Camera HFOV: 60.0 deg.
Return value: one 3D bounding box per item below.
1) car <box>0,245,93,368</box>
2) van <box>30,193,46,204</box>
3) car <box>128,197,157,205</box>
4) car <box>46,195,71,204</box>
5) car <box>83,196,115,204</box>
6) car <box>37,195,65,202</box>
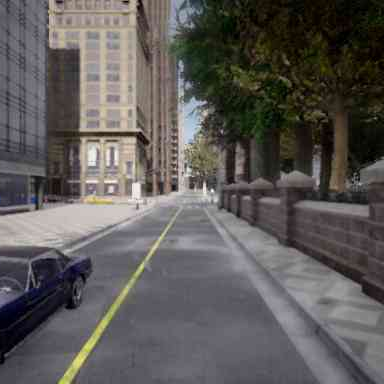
[{"bbox_3d":[-3.102,1.598,5.090,1.895,1.301,4.718,0,0,0],"label":"car"},{"bbox_3d":[-26.356,1.030,53.630,3.998,1.788,1.690,1,-1,0],"label":"van"},{"bbox_3d":[-8.351,1.485,56.282,4.718,1.301,1.895,1,0,0],"label":"car"},{"bbox_3d":[-23.082,1.282,56.364,4.892,1.490,1.837,3,0,0],"label":"car"},{"bbox_3d":[-14.948,1.339,53.563,4.829,1.417,1.752,1,0,0],"label":"car"},{"bbox_3d":[-26.319,1.244,62.154,4.313,1.339,1.947,1,-1,0],"label":"car"}]
